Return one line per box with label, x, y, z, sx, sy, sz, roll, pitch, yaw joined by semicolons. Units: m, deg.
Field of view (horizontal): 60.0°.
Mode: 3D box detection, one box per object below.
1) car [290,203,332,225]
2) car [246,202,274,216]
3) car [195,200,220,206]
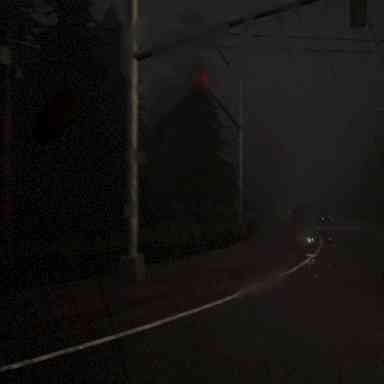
car;9.179;1.671;26.058;1.837;1.490;4.892;0;0;-3
car;6.849;1.709;36.180;2.128;1.511;4.902;0;0;-24
car;1.422;1.476;45.122;2.150;2.045;5.566;0;0;-36
